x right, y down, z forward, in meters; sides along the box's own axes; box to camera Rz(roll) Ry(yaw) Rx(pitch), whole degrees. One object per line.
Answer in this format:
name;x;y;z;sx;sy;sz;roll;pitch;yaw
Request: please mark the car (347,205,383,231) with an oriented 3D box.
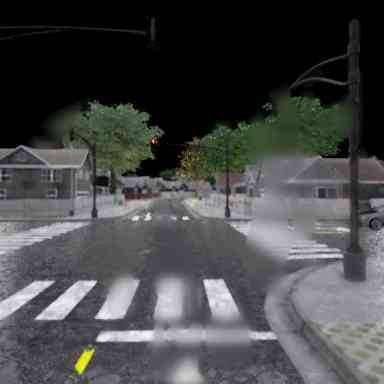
car;11.373;1.447;19.352;4.181;1.385;1.994;0;0;-2
